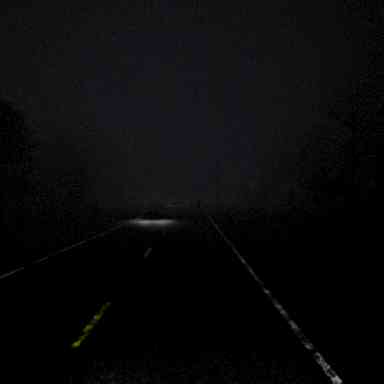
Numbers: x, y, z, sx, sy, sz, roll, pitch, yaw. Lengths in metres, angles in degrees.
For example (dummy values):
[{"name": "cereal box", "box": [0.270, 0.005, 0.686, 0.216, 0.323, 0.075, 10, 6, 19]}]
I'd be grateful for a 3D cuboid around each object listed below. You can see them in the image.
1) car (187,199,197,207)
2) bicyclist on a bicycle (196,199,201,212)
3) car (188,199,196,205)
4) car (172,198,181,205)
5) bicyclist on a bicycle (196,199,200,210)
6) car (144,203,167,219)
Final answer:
[{"name": "car", "box": [0.003, 2.199, 66.440, 2.033, 1.411, 5.357, 0, -1, 0]}, {"name": "bicyclist on a bicycle", "box": [0.965, 1.893, 44.251, 0.582, 1.620, 1.656, 0, -1, 0]}, {"name": "car", "box": [0.004, 2.311, 77.820, 1.994, 1.385, 4.181, 0, -1, 0]}, {"name": "car", "box": [-3.496, 2.076, 74.696, 1.882, 1.535, 5.008, 0, -1, 0]}, {"name": "bicyclist on a bicycle", "box": [0.965, 1.981, 53.403, 0.582, 1.620, 1.656, 0, -1, 0]}, {"name": "car", "box": [-3.594, 1.811, 33.291, 1.882, 1.535, 5.008, 0, -1, 0]}]
